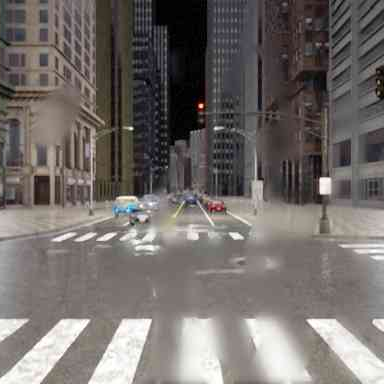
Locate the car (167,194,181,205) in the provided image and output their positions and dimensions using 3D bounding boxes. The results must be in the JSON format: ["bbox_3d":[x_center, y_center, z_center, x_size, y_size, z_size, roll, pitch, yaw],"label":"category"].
[{"bbox_3d":[-3.215,1.535,57.112,1.994,1.385,4.181,0,0,0],"label":"car"}]

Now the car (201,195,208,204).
[{"bbox_3d":[2.618,1.517,46.491,1.887,1.381,4.507,0,0,0],"label":"car"}]

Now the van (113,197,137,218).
[{"bbox_3d":[-5.874,1.319,29.902,1.690,1.788,3.998,0,0,0],"label":"van"}]

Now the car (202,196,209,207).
[{"bbox_3d":[2.640,1.518,40.966,1.887,1.381,4.507,0,0,0],"label":"car"}]

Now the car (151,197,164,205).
[{"bbox_3d":[-5.972,1.552,57.527,1.802,1.307,4.206,0,0,0],"label":"car"}]

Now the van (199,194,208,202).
[{"bbox_3d":[2.508,1.308,74.118,1.690,1.788,3.998,0,0,0],"label":"van"}]

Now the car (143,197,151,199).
[{"bbox_3d":[-5.893,1.520,35.427,1.887,1.381,4.507,0,0,0],"label":"car"}]

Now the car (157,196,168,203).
[{"bbox_3d":[-6.011,1.519,68.577,2.008,1.369,4.403,0,0,0],"label":"car"}]

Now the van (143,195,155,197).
[{"bbox_3d":[-5.933,1.314,46.477,1.690,1.788,3.998,0,0,0],"label":"van"}]

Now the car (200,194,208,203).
[{"bbox_3d":[2.595,1.496,52.187,1.752,1.417,4.829,0,0,0],"label":"car"}]

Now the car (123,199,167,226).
[{"bbox_3d":[-3.151,1.472,23.321,2.128,1.511,4.902,0,0,-1],"label":"car"}]

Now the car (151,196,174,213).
[{"bbox_3d":[-3.215,1.501,36.328,1.812,1.442,4.674,0,0,0],"label":"car"}]

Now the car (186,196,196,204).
[{"bbox_3d":[-0.225,1.533,65.145,1.994,1.385,4.181,0,0,0],"label":"car"}]

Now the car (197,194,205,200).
[{"bbox_3d":[2.443,1.405,90.695,1.967,1.590,4.097,0,0,0],"label":"car"}]

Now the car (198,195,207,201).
[{"bbox_3d":[2.487,1.517,79.644,2.008,1.369,4.403,0,0,0],"label":"car"}]

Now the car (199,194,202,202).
[{"bbox_3d":[2.553,1.514,63.068,1.887,1.381,4.507,0,0,0],"label":"car"}]

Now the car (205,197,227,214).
[{"bbox_3d":[2.662,1.520,35.441,1.887,1.381,4.507,0,0,0],"label":"car"}]

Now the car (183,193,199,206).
[{"bbox_3d":[-0.187,1.448,54.725,1.882,1.535,5.008,0,0,0],"label":"car"}]
